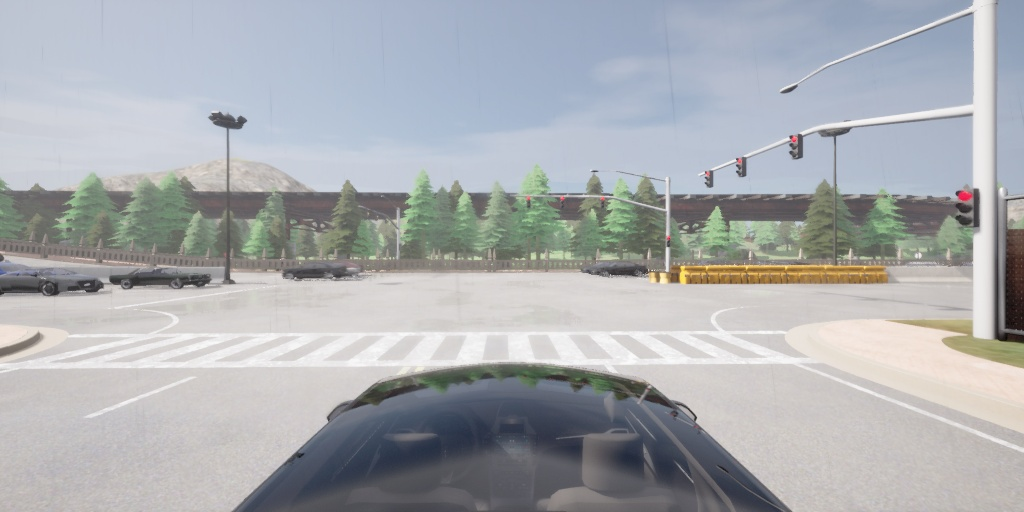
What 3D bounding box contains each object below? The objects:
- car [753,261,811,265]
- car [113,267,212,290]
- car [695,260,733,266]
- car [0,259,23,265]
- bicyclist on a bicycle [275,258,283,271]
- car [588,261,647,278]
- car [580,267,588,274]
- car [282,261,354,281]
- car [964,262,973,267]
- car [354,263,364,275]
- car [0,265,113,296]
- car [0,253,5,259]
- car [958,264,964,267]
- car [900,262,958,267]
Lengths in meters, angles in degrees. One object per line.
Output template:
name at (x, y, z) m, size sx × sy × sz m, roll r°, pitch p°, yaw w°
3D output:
car at (26.325, 1.254, 34.310) m, size 4.892 × 1.490 × 1.837 m, roll 0°, pitch 0°, yaw -2°
car at (-21.484, 1.345, 22.115) m, size 4.718 × 1.301 × 1.895 m, roll 0°, pitch 0°, yaw -2°
car at (16.587, 1.102, 30.507) m, size 4.553 × 1.767 × 2.097 m, roll 0°, pitch 0°, yaw -2°
car at (-30.868, 1.166, 21.827) m, size 5.008 × 1.535 × 1.882 m, roll 1°, pitch 0°, yaw -2°
bicyclist on a bicycle at (-28.458, 1.041, 43.894) m, size 0.582 × 1.620 × 1.656 m, roll 0°, pitch 0°, yaw -2°
car at (10.138, 1.227, 33.807) m, size 5.008 × 1.535 × 1.882 m, roll 0°, pitch 0°, yaw -2°
car at (9.888, 1.297, 37.302) m, size 5.357 × 1.411 × 2.033 m, roll 0°, pitch 0°, yaw -2°
car at (-16.116, 1.226, 29.486) m, size 5.008 × 1.535 × 1.882 m, roll 0°, pitch 0°, yaw -2°
car at (48.036, 1.242, 34.931) m, size 4.902 × 1.511 × 2.128 m, roll 0°, pitch 0°, yaw -1°
car at (-16.614, 1.350, 32.972) m, size 4.718 × 1.301 × 1.895 m, roll 0°, pitch 0°, yaw -2°
car at (-24.024, 1.306, 18.537) m, size 4.181 × 1.385 × 1.994 m, roll 0°, pitch 0°, yaw -2°
car at (-53.090, -0.220, 35.325) m, size 4.181 × 1.385 × 1.994 m, roll 7°, pitch 0°, yaw -1°
car at (49.925, 1.314, 38.468) m, size 4.181 × 1.385 × 1.994 m, roll 0°, pitch 0°, yaw -1°
car at (35.080, 1.276, 31.067) m, size 4.674 × 1.442 × 1.812 m, roll 0°, pitch 0°, yaw -2°
